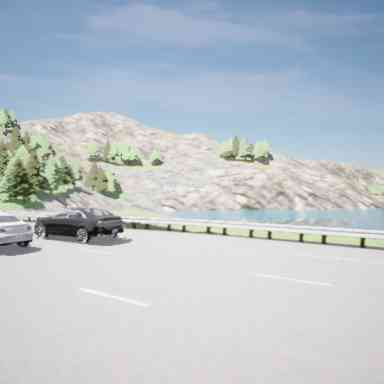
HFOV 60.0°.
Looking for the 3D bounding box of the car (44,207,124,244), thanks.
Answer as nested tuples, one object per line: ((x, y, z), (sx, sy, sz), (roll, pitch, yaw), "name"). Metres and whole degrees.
((-5.395, 1.475, 15.684), (4.902, 1.511, 2.128), (0, 0, 32), "car")

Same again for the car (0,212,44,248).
((-8.317, 1.516, 13.350), (4.674, 1.442, 1.812), (0, 0, 31), "car")
